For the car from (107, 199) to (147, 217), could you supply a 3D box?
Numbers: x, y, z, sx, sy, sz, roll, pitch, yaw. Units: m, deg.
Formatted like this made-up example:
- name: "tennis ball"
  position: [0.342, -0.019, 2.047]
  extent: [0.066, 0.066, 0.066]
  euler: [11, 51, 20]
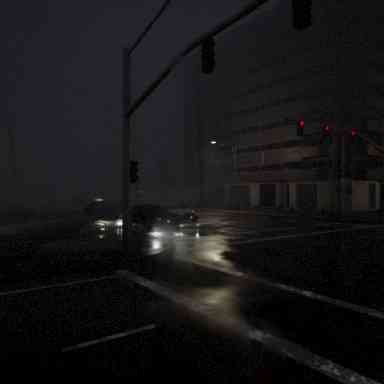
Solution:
- name: "car"
  position: [-6.642, 1.547, 33.743]
  extent: [2.128, 1.511, 4.902]
  euler: [0, 0, -35]

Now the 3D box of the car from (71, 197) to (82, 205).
- name: "car"
  position: [-20.010, 1.547, 58.895]
  extent: [2.128, 1.511, 4.902]
  euler: [0, 0, -35]

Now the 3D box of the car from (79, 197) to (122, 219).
- name: "car"
  position: [-8.178, 1.533, 29.863]
  extent: [1.882, 1.535, 5.008]
  euler: [0, 0, -35]

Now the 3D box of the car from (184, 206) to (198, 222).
- name: "car"
  position: [-1.395, 1.581, 26.404]
  extent: [1.812, 1.442, 4.674]
  euler: [0, 0, -36]

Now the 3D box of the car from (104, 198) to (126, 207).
- name: "car"
  position: [-12.782, 1.656, 54.780]
  extent: [1.895, 1.301, 4.718]
  euler: [0, 0, -36]

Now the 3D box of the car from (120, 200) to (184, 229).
- name: "car"
  position: [-2.849, 1.560, 22.379]
  extent: [1.837, 1.490, 4.892]
  euler: [0, 0, -35]

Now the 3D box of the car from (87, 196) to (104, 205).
- name: "car"
  position: [-18.061, 1.581, 62.202]
  extent: [1.812, 1.442, 4.674]
  euler: [0, 0, -34]
